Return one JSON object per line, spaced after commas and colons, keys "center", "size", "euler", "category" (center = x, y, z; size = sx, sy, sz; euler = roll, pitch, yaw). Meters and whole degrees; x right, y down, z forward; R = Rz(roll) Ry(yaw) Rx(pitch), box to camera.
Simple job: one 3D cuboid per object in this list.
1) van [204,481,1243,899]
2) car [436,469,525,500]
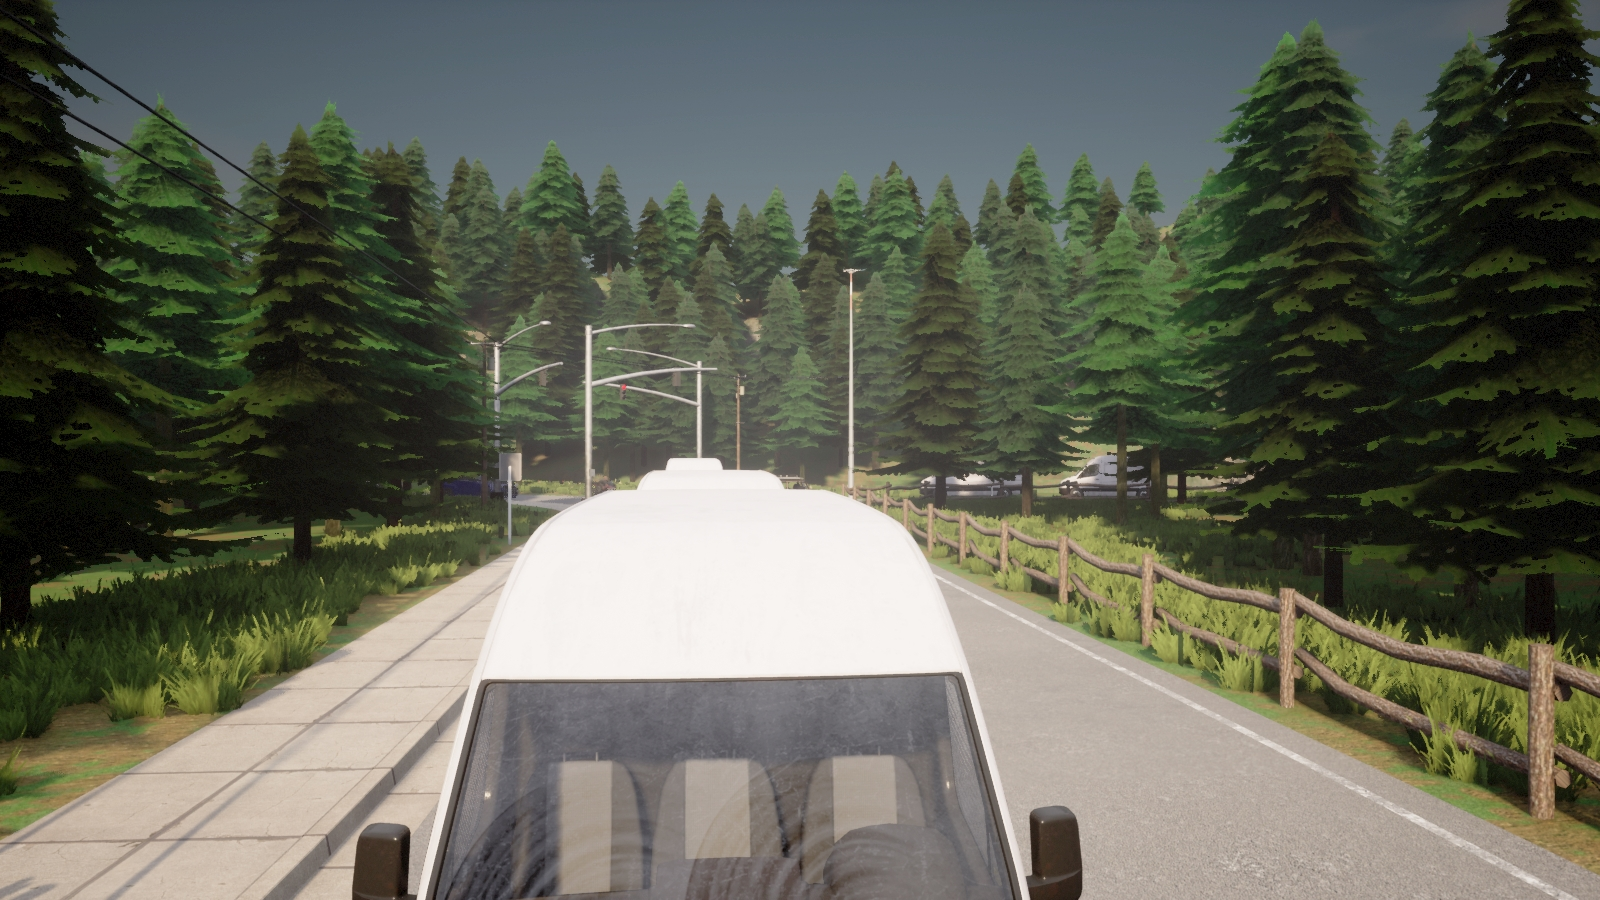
{"center": [-0.347, 1.499, 5.139], "size": [1.988, 2.561, 5.915], "euler": [0, 0, -5], "category": "van"}
{"center": [-18.188, 1.940, 65.020], "size": [4.611, 1.667, 2.242], "euler": [0, 0, 28], "category": "car"}
